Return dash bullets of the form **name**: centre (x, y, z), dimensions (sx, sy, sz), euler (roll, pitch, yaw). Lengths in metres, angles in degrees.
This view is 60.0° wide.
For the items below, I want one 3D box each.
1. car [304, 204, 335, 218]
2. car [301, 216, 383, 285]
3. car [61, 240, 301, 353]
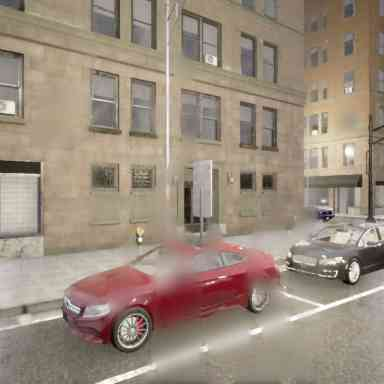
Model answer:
- **car**: centre (8.261, 1.516, 25.181), dimensions (1.895, 1.301, 4.718), euler (0, 0, -35)
- **car**: centre (4.486, 1.550, 9.367), dimensions (4.403, 1.369, 2.008), euler (0, 0, -35)
- **car**: centre (-0.145, 1.582, 6.076), dimensions (4.206, 1.307, 1.802), euler (0, 0, -35)
